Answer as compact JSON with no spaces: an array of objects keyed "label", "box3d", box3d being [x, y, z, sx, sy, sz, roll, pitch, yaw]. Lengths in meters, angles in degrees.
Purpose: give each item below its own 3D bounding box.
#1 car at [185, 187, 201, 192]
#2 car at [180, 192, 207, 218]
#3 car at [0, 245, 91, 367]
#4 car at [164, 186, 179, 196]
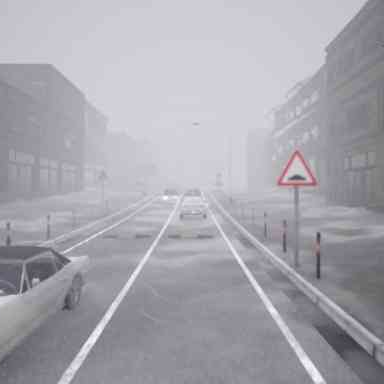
[{"label":"car","box3d":[0.103,0.035,42.303,2.163,1.488,4.792,0,3,0]},{"label":"car","box3d":[0.091,1.021,24.356,1.812,1.442,4.674,0,2,0]},{"label":"car","box3d":[-3.098,1.577,4.908,1.895,1.301,4.718,0,1,0]},{"label":"car","box3d":[-3.005,-0.200,48.601,1.895,1.301,4.718,0,3,1]}]
